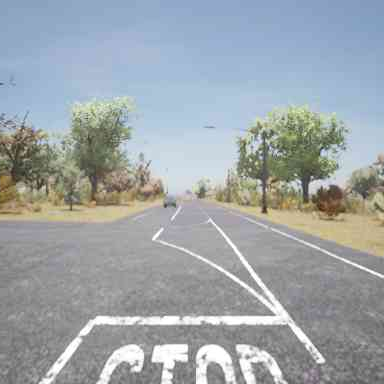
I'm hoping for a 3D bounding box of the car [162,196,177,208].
[{"bbox_3d":[-3.838,1.735,57.568,2.150,2.045,5.566,0,-1,-1],"label":"car"}]
